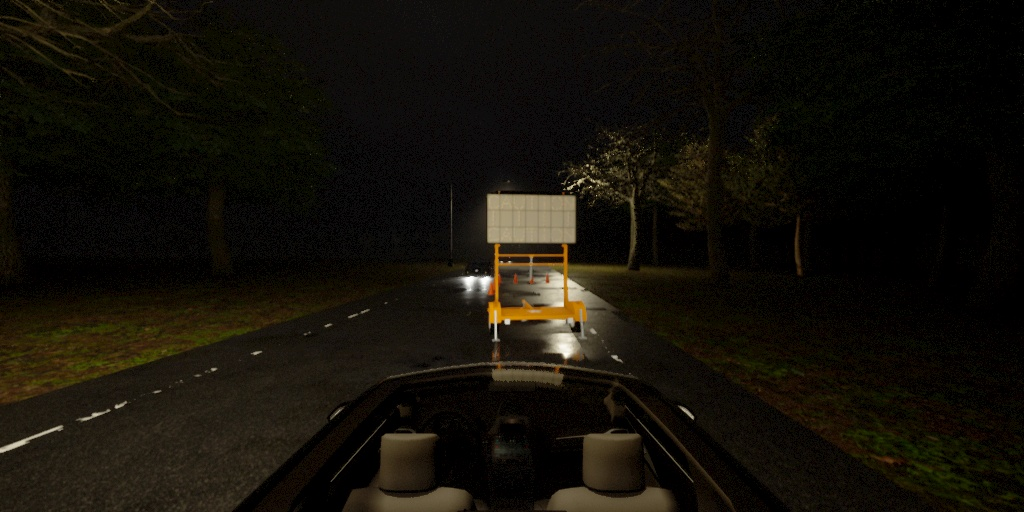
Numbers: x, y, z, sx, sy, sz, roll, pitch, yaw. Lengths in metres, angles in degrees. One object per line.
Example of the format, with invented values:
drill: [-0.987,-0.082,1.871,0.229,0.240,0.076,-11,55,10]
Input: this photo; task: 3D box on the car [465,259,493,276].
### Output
car: [-2.649,0.905,29.592,1.994,1.385,4.181,0,1,2]

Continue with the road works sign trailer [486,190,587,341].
road works sign trailer: [0.490,0.097,9.524,2.380,3.560,2.880,0,0,-6]
